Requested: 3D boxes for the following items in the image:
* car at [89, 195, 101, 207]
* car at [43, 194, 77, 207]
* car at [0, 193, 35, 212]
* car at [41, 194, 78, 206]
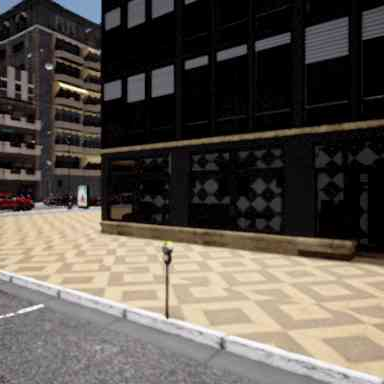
[{"bbox_3d":[-10.335,1.024,38.616,1.947,1.339,4.313,2,2,35],"label":"car"},{"bbox_3d":[-15.745,0.985,41.006,1.812,1.442,4.674,0,1,35],"label":"car"},{"bbox_3d":[-16.696,0.980,29.522,2.192,1.841,5.009,2,2,35],"label":"car"},{"bbox_3d":[-17.237,1.012,43.371,1.802,1.307,4.206,2,2,35],"label":"car"}]
